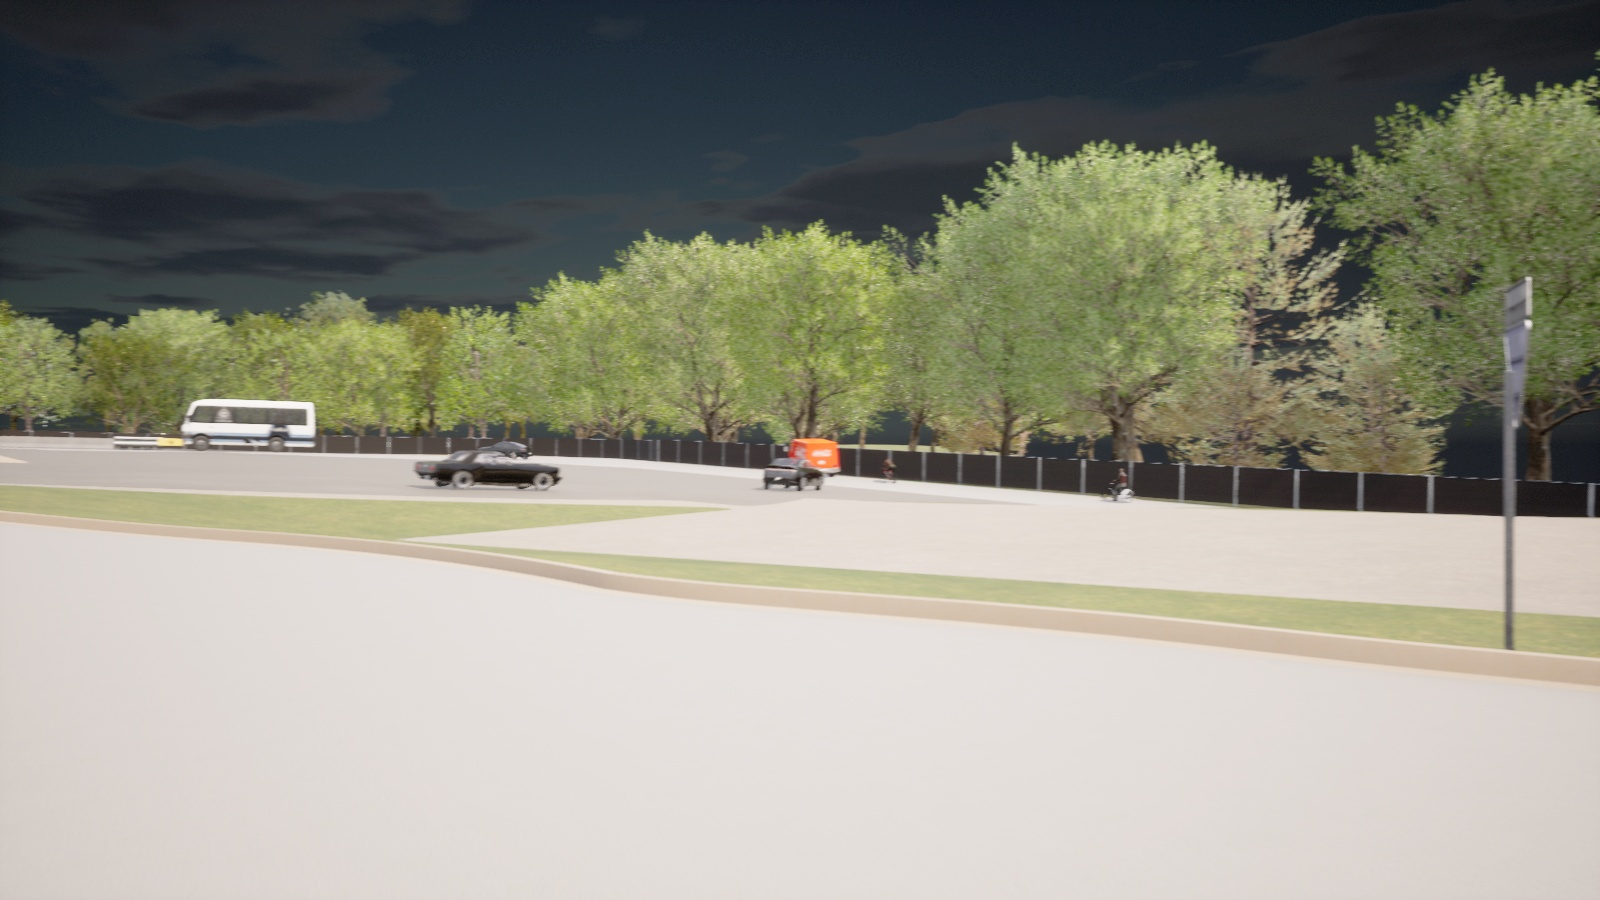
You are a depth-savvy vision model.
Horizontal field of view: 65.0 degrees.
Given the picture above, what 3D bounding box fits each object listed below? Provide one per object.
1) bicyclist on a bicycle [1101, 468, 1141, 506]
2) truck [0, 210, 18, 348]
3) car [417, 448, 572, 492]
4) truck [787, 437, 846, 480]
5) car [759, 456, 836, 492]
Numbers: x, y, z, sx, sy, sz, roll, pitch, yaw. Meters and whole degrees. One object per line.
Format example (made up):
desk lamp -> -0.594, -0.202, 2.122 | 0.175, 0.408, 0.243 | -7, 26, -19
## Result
bicyclist on a bicycle -> 16.154, 1.830, 63.179 | 0.659, 1.776, 1.843 | 0, 3, -40
truck -> -10.659, -0.496, 11.076 | 7.936, 3.462, 2.891 | 2, -5, 33
car -> -10.345, 0.693, 42.685 | 4.718, 1.301, 1.895 | 3, 0, -37
truck -> 1.048, 0.523, 84.385 | 2.627, 2.467, 5.204 | -1, 4, -16
car -> -0.057, 1.099, 58.592 | 2.128, 1.511, 4.902 | 3, 0, 17
